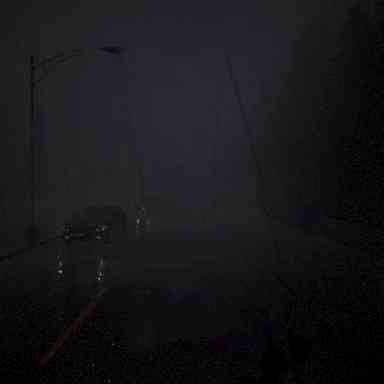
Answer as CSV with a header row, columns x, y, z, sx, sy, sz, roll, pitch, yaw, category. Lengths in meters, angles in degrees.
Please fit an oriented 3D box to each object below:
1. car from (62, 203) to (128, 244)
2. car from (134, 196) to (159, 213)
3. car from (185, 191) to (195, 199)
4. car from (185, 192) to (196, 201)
x,y,z,sx,sy,sz,roll,pitch,yaw,category
-4.176,1.313,15.006,1.882,1.535,5.008,0,1,0,car
-4.190,1.140,31.239,2.128,1.511,4.902,0,1,0,car
-0.402,0.640,70.942,2.128,1.511,4.902,0,1,0,car
-0.342,0.843,60.527,2.033,1.411,5.357,0,1,0,car
